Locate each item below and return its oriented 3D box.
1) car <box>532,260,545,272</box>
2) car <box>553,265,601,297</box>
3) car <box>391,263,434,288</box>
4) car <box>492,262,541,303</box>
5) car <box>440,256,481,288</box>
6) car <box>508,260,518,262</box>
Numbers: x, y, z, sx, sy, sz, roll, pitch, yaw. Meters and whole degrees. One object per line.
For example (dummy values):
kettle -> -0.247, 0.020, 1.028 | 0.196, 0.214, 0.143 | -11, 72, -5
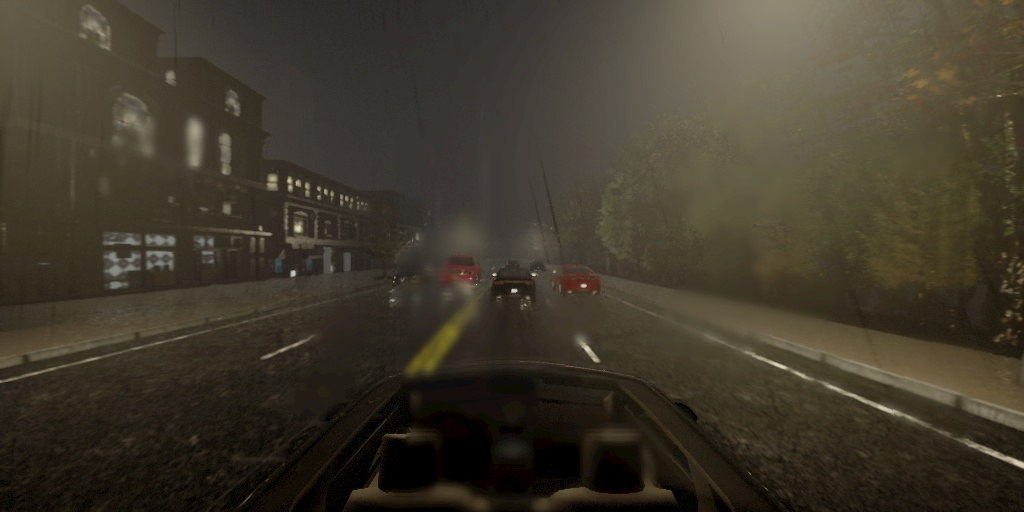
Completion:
car -> 3.347, 1.272, 47.820 | 2.128, 1.511, 4.902 | 0, 0, 0
car -> 3.348, 1.242, 19.208 | 1.882, 1.535, 5.008 | 0, 0, 0
car -> -6.595, 1.274, 24.198 | 1.837, 1.490, 4.892 | 0, 0, 0
car -> 0.097, 1.240, 16.819 | 1.882, 1.535, 5.008 | 0, 0, 0
car -> -3.347, 0.989, 24.425 | 2.150, 2.045, 5.566 | 0, 0, 0
car -> 0.097, 1.285, 47.363 | 1.837, 1.490, 4.892 | 0, 0, 0
